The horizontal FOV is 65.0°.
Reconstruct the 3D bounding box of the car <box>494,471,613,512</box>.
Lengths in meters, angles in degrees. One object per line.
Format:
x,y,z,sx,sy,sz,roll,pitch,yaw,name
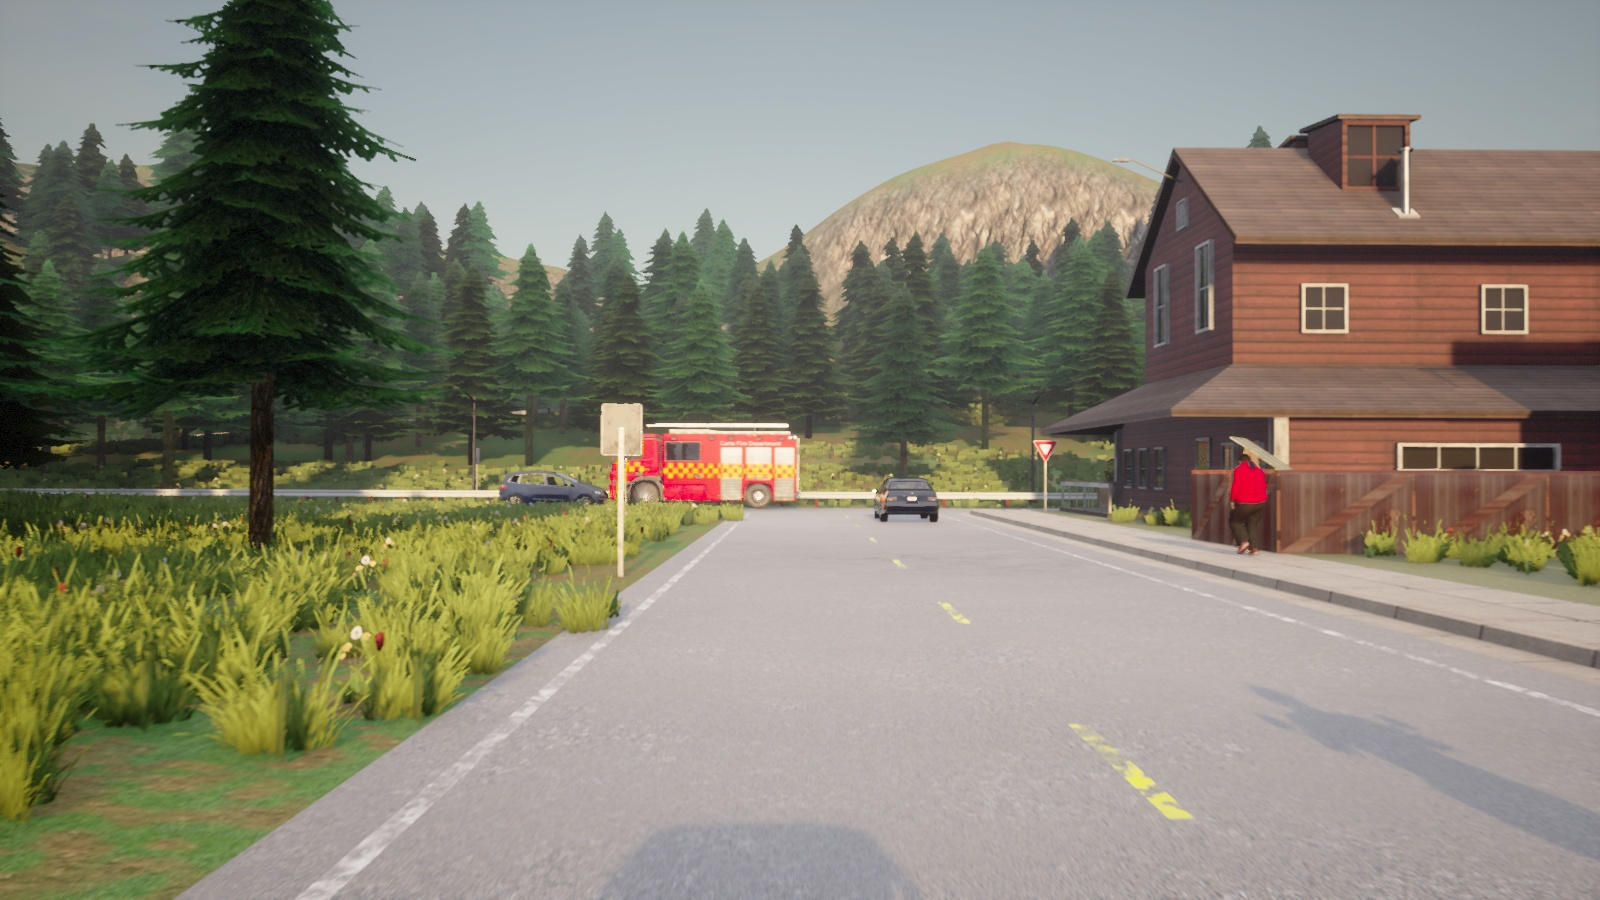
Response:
-10.405,1.744,53.311,4.611,1.667,2.242,0,-1,0,car

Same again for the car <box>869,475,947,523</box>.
3.400,1.539,40.526,2.033,1.411,5.357,0,-1,0,car

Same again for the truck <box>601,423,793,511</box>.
-4.567,0.778,56.856,8.468,3.827,2.891,0,-1,0,truck

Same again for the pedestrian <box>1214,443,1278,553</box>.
7.618,0.806,21.480,0.634,1.844,0.899,0,-1,-12,pedestrian
